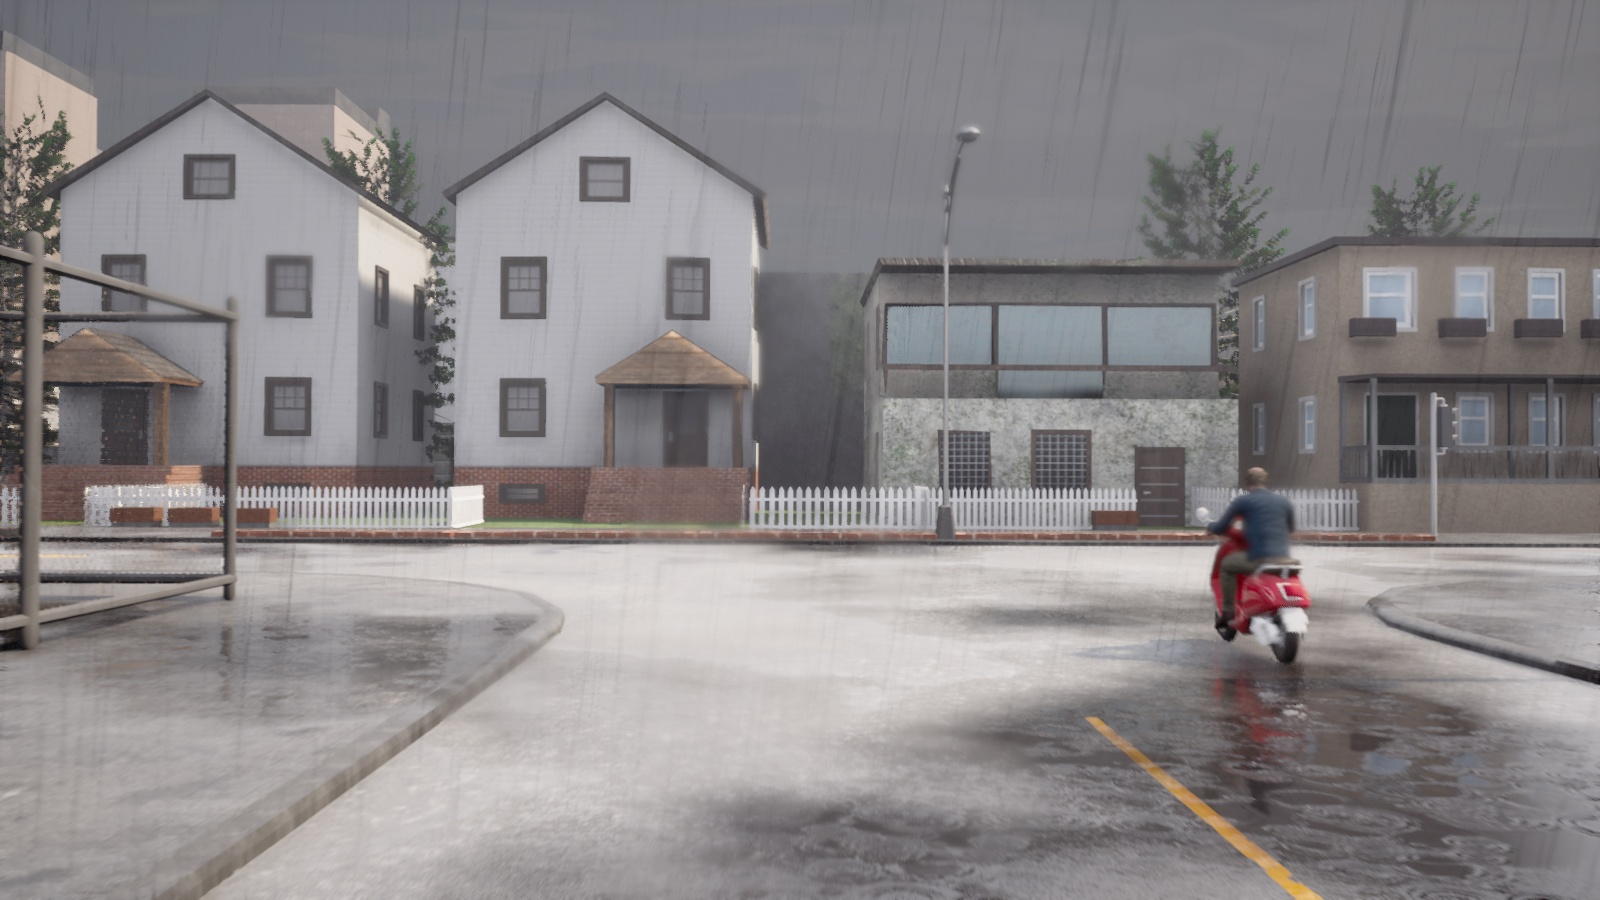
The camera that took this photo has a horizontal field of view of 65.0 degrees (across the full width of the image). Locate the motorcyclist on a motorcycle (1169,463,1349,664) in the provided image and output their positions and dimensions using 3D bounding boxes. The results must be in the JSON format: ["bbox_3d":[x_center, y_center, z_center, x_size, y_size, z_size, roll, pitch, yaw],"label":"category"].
[{"bbox_3d":[3.903,0.914,10.867,0.866,1.590,1.817,0,-1,0],"label":"motorcyclist on a motorcycle"}]
